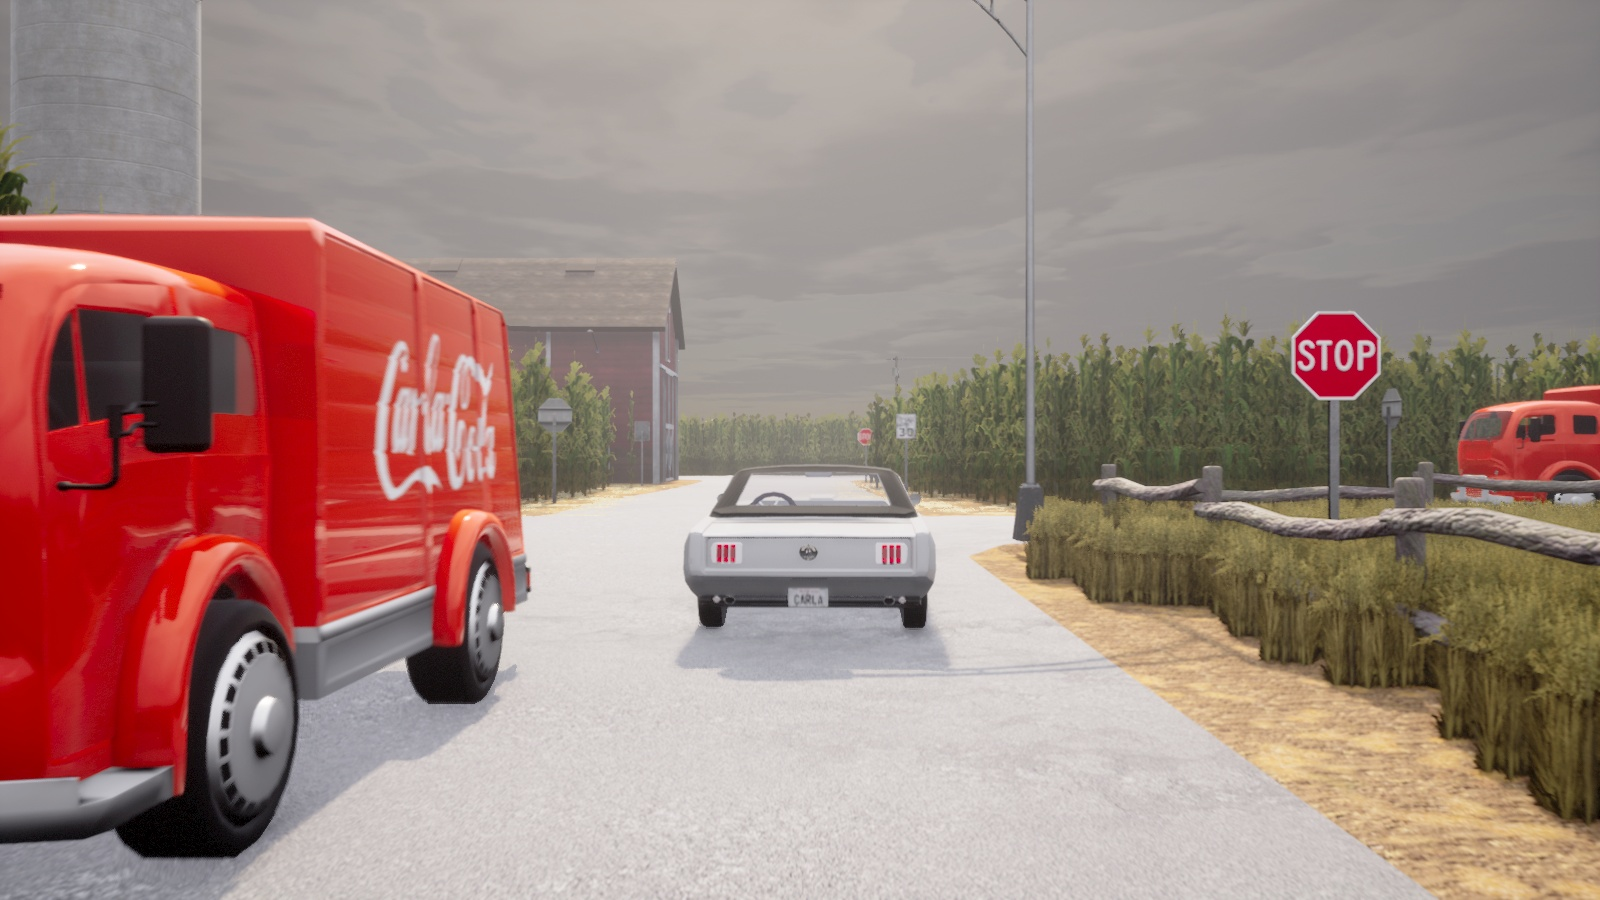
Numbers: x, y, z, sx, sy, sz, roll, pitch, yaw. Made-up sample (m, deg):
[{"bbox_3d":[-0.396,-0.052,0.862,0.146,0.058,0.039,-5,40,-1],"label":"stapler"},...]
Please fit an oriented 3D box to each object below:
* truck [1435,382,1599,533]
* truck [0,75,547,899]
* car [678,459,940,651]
[{"bbox_3d":[14.393,0.144,21.971,5.204,2.467,2.627,1,0,0],"label":"truck"},{"bbox_3d":[-3.051,0.225,5.942,2.627,2.467,5.204,0,0,0],"label":"truck"},{"bbox_3d":[0.169,0.770,11.422,1.895,1.301,4.718,0,1,3],"label":"car"}]
